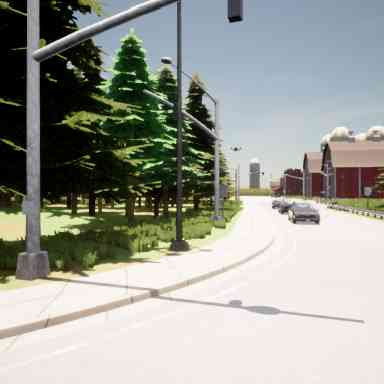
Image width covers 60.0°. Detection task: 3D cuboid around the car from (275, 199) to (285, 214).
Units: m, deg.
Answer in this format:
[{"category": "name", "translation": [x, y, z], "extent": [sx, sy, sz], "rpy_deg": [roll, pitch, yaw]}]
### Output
[{"category": "car", "translation": [10.122, 1.601, 34.781], "extent": [1.895, 1.301, 4.718], "rpy_deg": [0, 0, 10]}]

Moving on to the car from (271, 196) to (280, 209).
[{"category": "car", "translation": [11.798, 1.564, 44.704], "extent": [1.994, 1.385, 4.181], "rpy_deg": [0, 0, 9]}]

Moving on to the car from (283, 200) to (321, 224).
[{"category": "car", "translation": [8.387, 1.547, 25.287], "extent": [2.033, 1.411, 5.357], "rpy_deg": [0, 0, 11]}]
